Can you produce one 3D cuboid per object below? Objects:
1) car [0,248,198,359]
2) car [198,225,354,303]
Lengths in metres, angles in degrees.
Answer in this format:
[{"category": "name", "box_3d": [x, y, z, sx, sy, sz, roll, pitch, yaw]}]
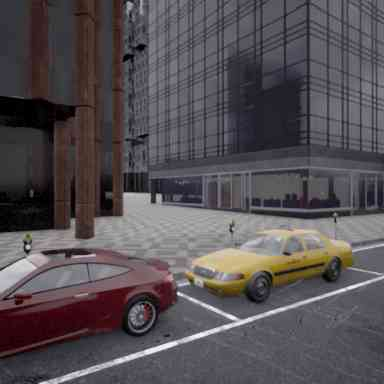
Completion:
[{"category": "car", "box_3d": [-2.181, 1.581, 5.097, 4.206, 1.307, 1.802, 0, 0, -36]}, {"category": "car", "box_3d": [2.093, 1.522, 8.176, 4.829, 1.417, 1.752, 0, 0, -36]}]
